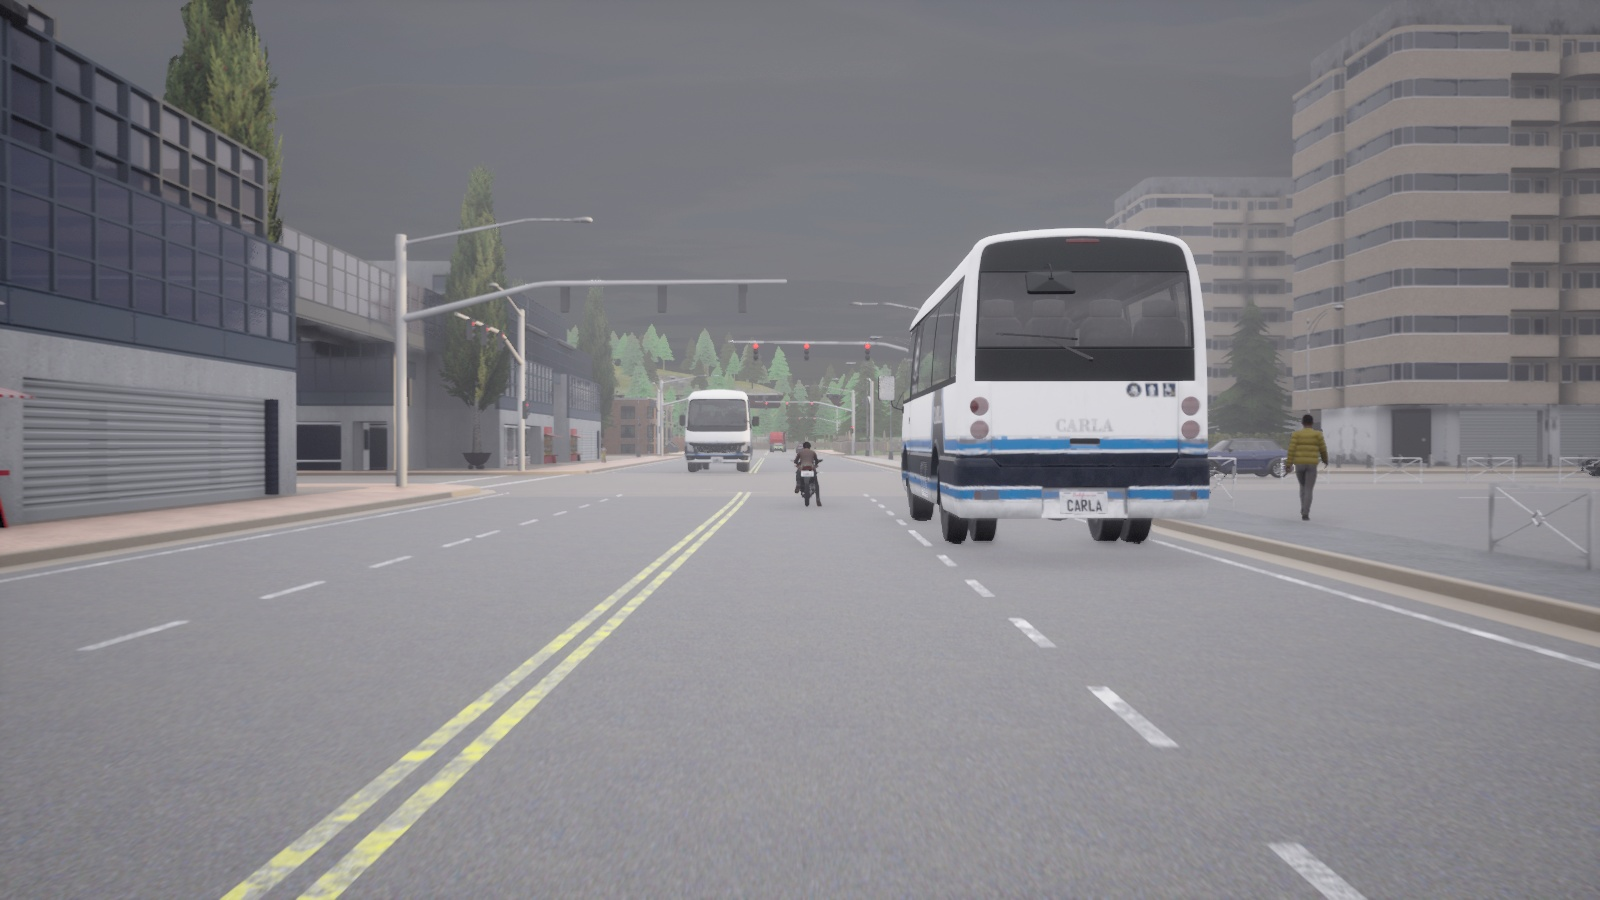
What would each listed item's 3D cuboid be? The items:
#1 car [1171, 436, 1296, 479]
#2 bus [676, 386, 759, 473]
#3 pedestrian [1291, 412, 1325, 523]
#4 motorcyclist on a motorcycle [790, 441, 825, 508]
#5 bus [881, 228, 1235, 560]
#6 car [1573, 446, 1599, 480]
[{"bbox_3d":[18.203,0.322,52.872,4.553,1.767,2.097,0,0,-1],"label":"car"},{"bbox_3d":[-4.215,-1.008,66.514,3.944,4.253,10.273,0,0,-1],"label":"bus"},{"bbox_3d":[8.649,0.292,21.367,0.431,1.840,0.709,0,0,30],"label":"pedestrian"},{"bbox_3d":[0.162,0.562,29.576,0.797,1.523,2.044,0,0,0],"label":"motorcyclist on a motorcycle"},{"bbox_3d":[3.635,-0.747,21.268,3.944,4.253,10.273,0,0,0],"label":"bus"},{"bbox_3d":[35.493,0.539,53.280,4.181,1.385,1.994,0,0,-1],"label":"car"}]
